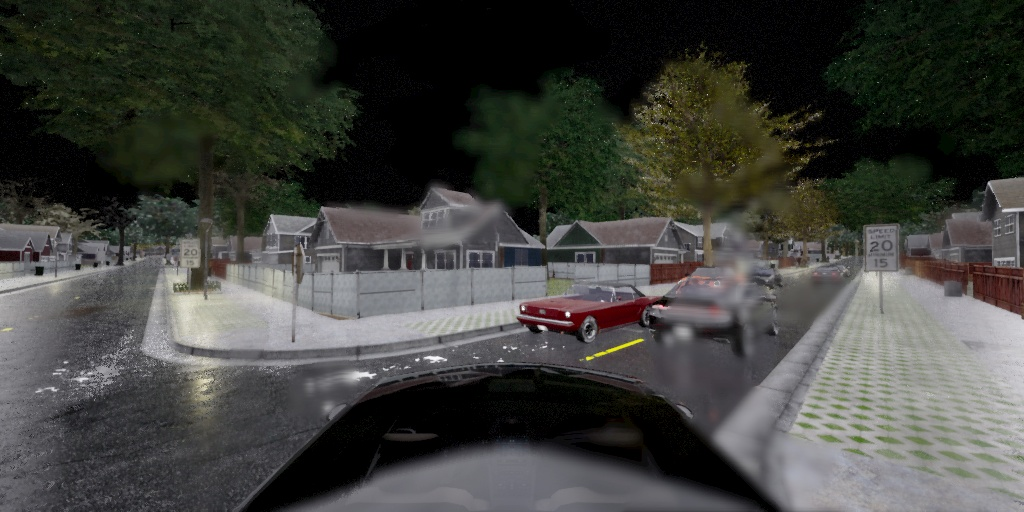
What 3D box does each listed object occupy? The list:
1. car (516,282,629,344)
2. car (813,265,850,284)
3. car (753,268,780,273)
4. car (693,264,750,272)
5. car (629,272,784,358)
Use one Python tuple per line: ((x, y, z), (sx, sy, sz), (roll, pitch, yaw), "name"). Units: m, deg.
((2.341, 1.430, 10.126), (4.718, 1.301, 1.895), (1, -1, -43), "car")
((27.086, 1.569, 30.592), (5.357, 1.411, 2.033), (0, -1, -44), "car")
((17.989, 1.539, 25.622), (2.033, 1.411, 5.357), (-1, -1, 45), "car")
((9.675, 1.258, 17.357), (4.553, 1.767, 2.097), (1, -1, -45), "car")
((5.088, 1.301, 8.767), (4.902, 1.511, 2.128), (1, -1, -45), "car")
